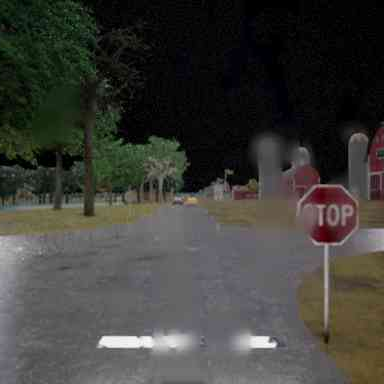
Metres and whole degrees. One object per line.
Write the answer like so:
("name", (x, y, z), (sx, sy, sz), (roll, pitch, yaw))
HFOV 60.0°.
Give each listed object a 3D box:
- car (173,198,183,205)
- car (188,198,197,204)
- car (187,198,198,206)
("car", (-2.721, 1.826, 65.646), (1.882, 1.535, 5.008), (0, -1, 0))
("car", (0.032, 1.862, 71.507), (1.895, 1.301, 4.718), (0, -1, 0))
("car", (0.027, 1.764, 61.057), (1.882, 1.535, 5.008), (0, -1, 0))
